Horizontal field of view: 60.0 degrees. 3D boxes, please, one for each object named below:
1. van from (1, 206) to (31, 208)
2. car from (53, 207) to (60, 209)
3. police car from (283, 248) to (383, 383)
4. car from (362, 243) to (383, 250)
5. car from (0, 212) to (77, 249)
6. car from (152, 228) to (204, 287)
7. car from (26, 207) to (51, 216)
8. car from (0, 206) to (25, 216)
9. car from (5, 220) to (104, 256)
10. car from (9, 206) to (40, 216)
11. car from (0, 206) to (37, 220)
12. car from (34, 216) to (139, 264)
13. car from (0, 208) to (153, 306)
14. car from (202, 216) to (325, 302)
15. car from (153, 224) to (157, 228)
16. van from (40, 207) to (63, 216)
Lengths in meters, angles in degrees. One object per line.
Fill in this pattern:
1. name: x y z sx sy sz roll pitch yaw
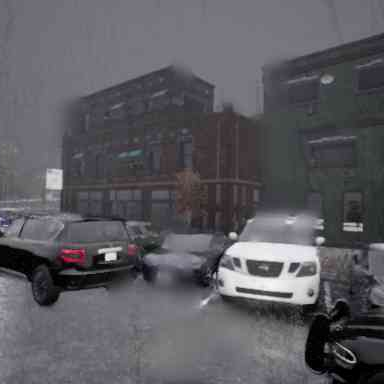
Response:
1. van: -13.665 2.107 23.018 1.878 1.987 4.442 0 -4 20
2. car: -23.259 3.461 55.447 5.566 2.045 2.435 1 -2 19
3. police car: 3.700 1.646 2.860 5.238 1.638 1.930 -1 -3 40
4. car: 4.682 1.967 7.416 2.163 1.488 4.792 1 -3 20
5. car: -9.080 2.102 19.071 2.185 1.767 4.553 1 -3 20
6. car: 0.092 2.059 11.280 2.163 1.488 4.792 1 -3 20
7. car: -32.672 4.158 70.854 4.553 1.767 2.185 -1 -4 18
8. car: -36.426 3.734 66.117 5.566 2.045 2.435 -1 -3 18
9. car: -6.800 2.216 17.104 2.002 1.452 4.674 1 -3 20
10. car: -34.492 3.883 68.484 5.566 2.045 2.435 -1 -4 18
11. car: -26.881 3.172 50.818 5.566 2.045 2.435 1 -3 19
12. car: -4.514 2.000 15.153 2.185 1.767 4.553 0 -4 20
13. car: -3.893 1.598 9.249 5.566 2.045 2.150 -1 -4 40
14. car: 2.395 1.732 9.365 2.435 2.045 5.566 1 -3 20
15. car: -2.216 1.951 13.223 2.185 1.767 4.553 0 -4 20
16. van: -30.876 4.206 73.239 4.442 1.987 1.878 -1 -3 18
